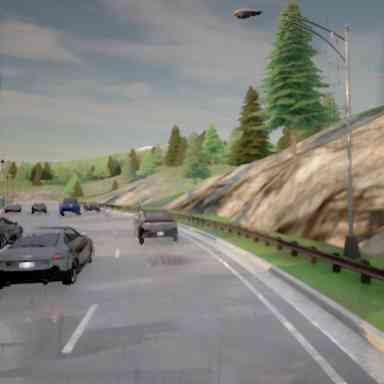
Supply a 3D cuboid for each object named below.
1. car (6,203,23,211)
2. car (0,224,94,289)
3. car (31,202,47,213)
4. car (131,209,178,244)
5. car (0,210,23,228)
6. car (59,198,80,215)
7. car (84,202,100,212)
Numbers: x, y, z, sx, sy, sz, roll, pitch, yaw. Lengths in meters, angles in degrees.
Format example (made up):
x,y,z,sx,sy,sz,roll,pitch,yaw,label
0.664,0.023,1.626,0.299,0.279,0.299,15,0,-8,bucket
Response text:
x,y,z,sx,sy,sz,roll,pitch,yaw,label
-26.525,2.374,49.654,1.994,1.385,4.181,-1,0,-24,car
-4.156,1.704,9.805,1.994,1.385,4.181,-1,0,-8,car
-21.606,2.192,47.188,2.128,1.511,4.902,-1,0,-24,car
-1.952,1.631,16.867,2.128,1.511,4.902,-1,0,-14,car
-8.883,1.786,14.700,1.812,1.442,4.674,-1,0,-14,car
-15.137,1.760,41.141,2.150,2.045,5.566,-1,0,-24,car
-14.915,2.184,49.339,1.895,1.301,4.718,-1,0,-24,car
